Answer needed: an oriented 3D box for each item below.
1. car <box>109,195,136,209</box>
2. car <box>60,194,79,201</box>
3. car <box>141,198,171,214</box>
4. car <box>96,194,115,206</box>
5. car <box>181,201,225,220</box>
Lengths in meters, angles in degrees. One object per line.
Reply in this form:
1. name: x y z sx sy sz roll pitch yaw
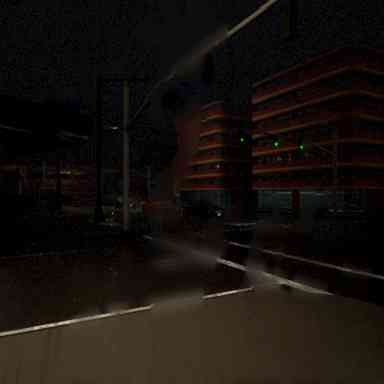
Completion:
1. car: -9.079 1.492 44.988 2.128 1.511 4.902 0 0 -30
2. car: -29.376 1.595 78.922 4.718 1.301 1.895 0 0 19
3. car: -3.988 1.478 36.323 1.882 1.535 5.008 0 0 -30
4. car: -14.188 1.505 53.759 1.837 1.490 4.892 0 0 -30
5. car: 0.879 1.491 28.045 2.128 1.511 4.902 0 0 -30
